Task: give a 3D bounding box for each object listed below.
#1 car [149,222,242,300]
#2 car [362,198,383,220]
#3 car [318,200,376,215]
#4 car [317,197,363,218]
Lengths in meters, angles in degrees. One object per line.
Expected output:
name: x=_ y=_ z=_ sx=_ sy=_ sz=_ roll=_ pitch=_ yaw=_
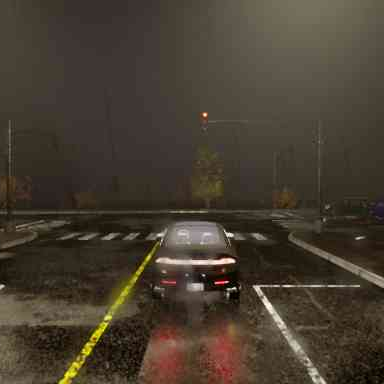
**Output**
car: x=0.085 y=1.488 z=8.385 sx=2.128 sy=1.511 sz=4.902 roll=0 pitch=0 yaw=1
car: x=15.986 y=1.379 z=25.054 sx=5.008 sy=1.535 sz=1.882 roll=0 pitch=1 yaw=1
car: x=14.754 y=1.425 z=31.768 sx=4.718 sy=1.301 sz=1.895 roll=0 pitch=1 yaw=-2
car: x=13.149 y=1.228 z=28.487 sx=4.553 sy=1.767 sz=2.097 roll=0 pitch=1 yaw=-1
